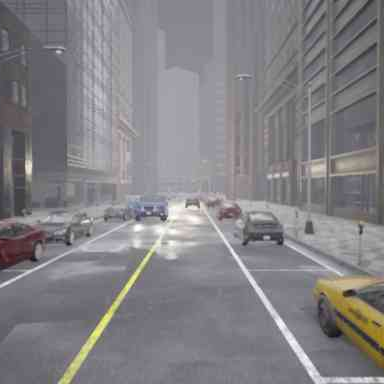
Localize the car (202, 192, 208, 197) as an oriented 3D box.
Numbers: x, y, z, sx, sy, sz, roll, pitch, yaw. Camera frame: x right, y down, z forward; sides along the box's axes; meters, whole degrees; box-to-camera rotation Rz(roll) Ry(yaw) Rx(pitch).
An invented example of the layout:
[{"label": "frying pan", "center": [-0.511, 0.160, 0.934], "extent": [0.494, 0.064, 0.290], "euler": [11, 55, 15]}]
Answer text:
[{"label": "car", "center": [2.837, 1.250, 48.595], "extent": [1.967, 1.590, 4.097], "euler": [-1, 0, 0]}]

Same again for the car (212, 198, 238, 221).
[{"label": "car", "center": [2.843, 1.450, 26.098], "extent": [1.887, 1.381, 4.507], "euler": [-1, 0, 0]}]

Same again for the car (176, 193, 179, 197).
[{"label": "car", "center": [-5.701, 0.899, 93.586], "extent": [2.192, 1.841, 5.009], "euler": [-1, 0, 0]}]

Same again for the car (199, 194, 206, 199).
[{"label": "car", "center": [2.827, 1.166, 93.591], "extent": [1.802, 1.307, 4.206], "euler": [-1, 0, 0]}]

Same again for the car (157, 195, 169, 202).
[{"label": "car", "center": [-5.691, 1.294, 65.464], "extent": [1.947, 1.339, 4.313], "euler": [-1, 0, 0]}]

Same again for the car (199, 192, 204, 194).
[{"label": "car", "center": [2.834, 1.295, 65.470], "extent": [1.947, 1.339, 4.313], "euler": [-1, 0, 0]}]

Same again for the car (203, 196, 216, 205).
[{"label": "car", "center": [2.837, 1.329, 54.220], "extent": [1.887, 1.381, 4.507], "euler": [-1, 0, 0]}]

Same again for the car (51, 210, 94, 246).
[{"label": "car", "center": [-5.680, 1.498, 14.842], "extent": [2.008, 1.369, 4.403], "euler": [-1, 0, 0]}]

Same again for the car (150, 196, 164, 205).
[{"label": "car", "center": [-5.689, 1.365, 54.214], "extent": [1.802, 1.307, 4.206], "euler": [-1, 0, 0]}]

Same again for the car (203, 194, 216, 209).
[{"label": "car", "center": [2.839, 1.380, 42.971], "extent": [1.887, 1.381, 4.507], "euler": [-1, 0, 0]}]

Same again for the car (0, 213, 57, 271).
[{"label": "car", "center": [-5.678, 1.512, 9.217], "extent": [1.887, 1.381, 4.507], "euler": [-1, 0, 0]}]

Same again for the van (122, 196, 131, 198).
[{"label": "van", "center": [-5.686, 1.223, 31.714], "extent": [1.690, 1.788, 3.998], "euler": [-1, 0, 0]}]

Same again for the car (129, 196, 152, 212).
[{"label": "car", "center": [-5.686, 1.299, 37.340], "extent": [1.967, 1.590, 4.097], "euler": [-1, 0, 0]}]

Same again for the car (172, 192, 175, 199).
[{"label": "car", "center": [-5.694, 1.237, 76.713], "extent": [1.947, 1.339, 4.313], "euler": [-1, 0, 0]}]

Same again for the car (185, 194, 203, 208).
[{"label": "car", "center": [0.090, 1.334, 43.926], "extent": [1.837, 1.490, 4.892], "euler": [0, 0, 0]}]

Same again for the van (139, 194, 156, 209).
[{"label": "van", "center": [-5.688, 1.175, 42.965], "extent": [1.690, 1.788, 3.998], "euler": [-1, 0, 0]}]

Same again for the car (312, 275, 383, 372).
[{"label": "car", "center": [2.848, 1.513, 3.770], "extent": [1.752, 1.417, 4.829], "euler": [-1, 0, 0]}]

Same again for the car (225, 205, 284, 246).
[{"label": "car", "center": [2.846, 1.499, 14.849], "extent": [2.008, 1.369, 4.403], "euler": [-1, 0, 0]}]

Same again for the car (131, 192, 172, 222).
[{"label": "car", "center": [-3.018, 1.131, 26.009], "extent": [2.150, 2.045, 5.566], "euler": [0, 0, 0]}]

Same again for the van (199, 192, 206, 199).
[{"label": "van", "center": [2.827, 0.955, 87.966], "extent": [1.690, 1.788, 3.998], "euler": [-1, 0, 0]}]

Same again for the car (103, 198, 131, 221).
[{"label": "car", "center": [-5.682, 1.455, 26.091], "extent": [2.008, 1.369, 4.403], "euler": [-1, 0, 0]}]
